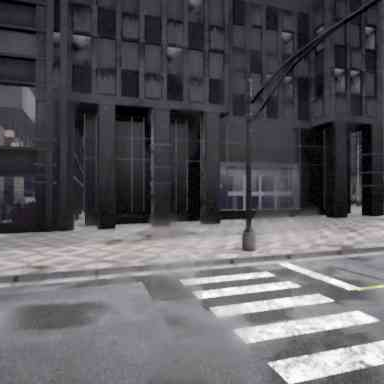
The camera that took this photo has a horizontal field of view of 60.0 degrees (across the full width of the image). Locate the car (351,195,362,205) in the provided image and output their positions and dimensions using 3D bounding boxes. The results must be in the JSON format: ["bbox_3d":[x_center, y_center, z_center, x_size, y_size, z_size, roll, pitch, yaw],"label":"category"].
[{"bbox_3d":[23.130,1.159,47.462,2.128,1.511,4.902,0,0,-16],"label":"car"}]
